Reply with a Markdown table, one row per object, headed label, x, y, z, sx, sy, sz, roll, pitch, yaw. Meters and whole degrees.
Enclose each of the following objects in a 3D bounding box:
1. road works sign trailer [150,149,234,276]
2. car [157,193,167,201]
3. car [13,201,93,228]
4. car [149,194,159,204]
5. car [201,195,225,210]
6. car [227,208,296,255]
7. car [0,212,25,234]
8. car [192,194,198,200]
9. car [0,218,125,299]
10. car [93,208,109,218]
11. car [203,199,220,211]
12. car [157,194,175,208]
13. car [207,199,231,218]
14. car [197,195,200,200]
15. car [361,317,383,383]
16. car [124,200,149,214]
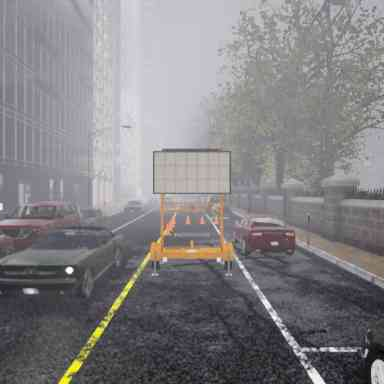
| label | x | y | z | sx | sy | sz | roll | pitch | yaw |
| --- | --- | --- | --- | --- | --- | --- | --- | --- | --- |
| road works sign trailer | -0.002 | 0.463 | 10.340 | 2.380 | 3.560 | 2.880 | 0 | 0 | 0 |
| car | -7.211 | 1.131 | 79.781 | 2.192 | 1.841 | 5.009 | 0 | 0 | -2 |
| car | -5.834 | 1.313 | 13.003 | 2.192 | 1.841 | 5.009 | 0 | 0 | 0 |
| car | -6.623 | 1.470 | 57.550 | 1.802 | 1.307 | 4.206 | 0 | 0 | -2 |
| car | 2.497 | 1.274 | 35.282 | 2.192 | 1.841 | 5.009 | 0 | 0 | -2 |
| car | 2.691 | 1.543 | 13.059 | 1.887 | 1.381 | 4.507 | 0 | 0 | 0 |
| car | -5.834 | 1.441 | 7.444 | 1.967 | 1.590 | 4.097 | 0 | 0 | 0 |
| car | 1.169 | 1.349 | 85.303 | 2.008 | 1.369 | 4.403 | 0 | 0 | -2 |
| car | -3.102 | 1.601 | 8.598 | 1.895 | 1.301 | 4.718 | 0 | 0 | 0 |
| car | -5.835 | 1.558 | 18.564 | 1.947 | 1.339 | 4.313 | 0 | 0 | 0 |
| car | 2.348 | 1.525 | 40.841 | 1.802 | 1.307 | 4.206 | 0 | 0 | -2 |
| car | -3.540 | 1.397 | 48.035 | 1.882 | 1.535 | 5.008 | 0 | 0 | -2 |
| car | 2.616 | 1.555 | 29.717 | 1.802 | 1.307 | 4.206 | 0 | 0 | -1 |
| car | 2.201 | 1.476 | 46.398 | 2.008 | 1.369 | 4.403 | 0 | 0 | -2 |
| car | 2.692 | 1.551 | 1.937 | 2.008 | 1.369 | 4.403 | 0 | 0 | 0 |
| car | -6.034 | 1.524 | 35.310 | 1.947 | 1.339 | 4.313 | 0 | 0 | -1 |
